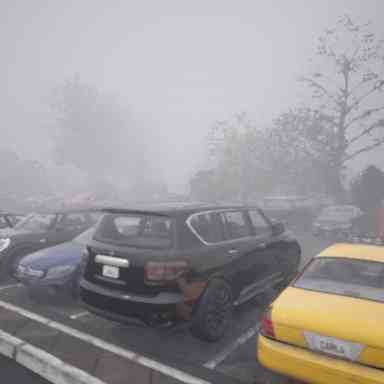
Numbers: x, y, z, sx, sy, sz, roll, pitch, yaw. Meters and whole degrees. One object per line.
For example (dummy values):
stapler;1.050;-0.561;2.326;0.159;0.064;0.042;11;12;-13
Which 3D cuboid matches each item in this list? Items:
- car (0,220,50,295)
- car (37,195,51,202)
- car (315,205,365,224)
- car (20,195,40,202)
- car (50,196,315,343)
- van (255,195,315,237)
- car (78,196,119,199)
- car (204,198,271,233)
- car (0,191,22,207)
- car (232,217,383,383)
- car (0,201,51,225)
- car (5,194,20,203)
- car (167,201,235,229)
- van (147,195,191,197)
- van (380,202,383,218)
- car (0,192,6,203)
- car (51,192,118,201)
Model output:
car;-1.898;1.473;8.394;2.002;1.452;4.674;0;0;35
car;-10.941;1.253;30.174;2.163;1.488;4.792;2;1;35
car;7.626;1.443;17.055;2.231;1.521;4.892;0;0;35
car;-13.244;1.192;31.807;2.163;1.488;4.792;2;1;35
car;0.423;1.193;6.781;2.435;2.045;5.566;0;0;35
van;5.386;1.206;18.779;1.878;1.987;4.442;0;0;35
car;-6.311;1.342;26.922;2.097;1.535;5.008;2;1;35
car;2.896;1.294;20.362;2.185;1.767;4.553;0;0;35
car;-22.354;0.796;38.261;2.185;1.767;4.553;2;1;35
car;2.819;1.453;5.276;1.946;1.575;5.366;0;0;35
car;-4.187;1.297;10.050;2.185;1.767;4.553;0;0;35
car;-15.424;1.106;33.396;2.231;1.521;4.892;2;1;35
car;0.731;1.439;21.974;2.163;1.488;4.792;0;0;35
van;-1.661;1.172;23.485;1.878;1.987;4.442;0;0;35
van;9.995;1.227;15.509;1.878;1.987;4.442;0;0;35
car;-20.139;0.980;36.724;2.097;1.535;5.008;2;1;35
car;-8.632;1.033;28.540;2.435;2.045;5.566;2;1;35
